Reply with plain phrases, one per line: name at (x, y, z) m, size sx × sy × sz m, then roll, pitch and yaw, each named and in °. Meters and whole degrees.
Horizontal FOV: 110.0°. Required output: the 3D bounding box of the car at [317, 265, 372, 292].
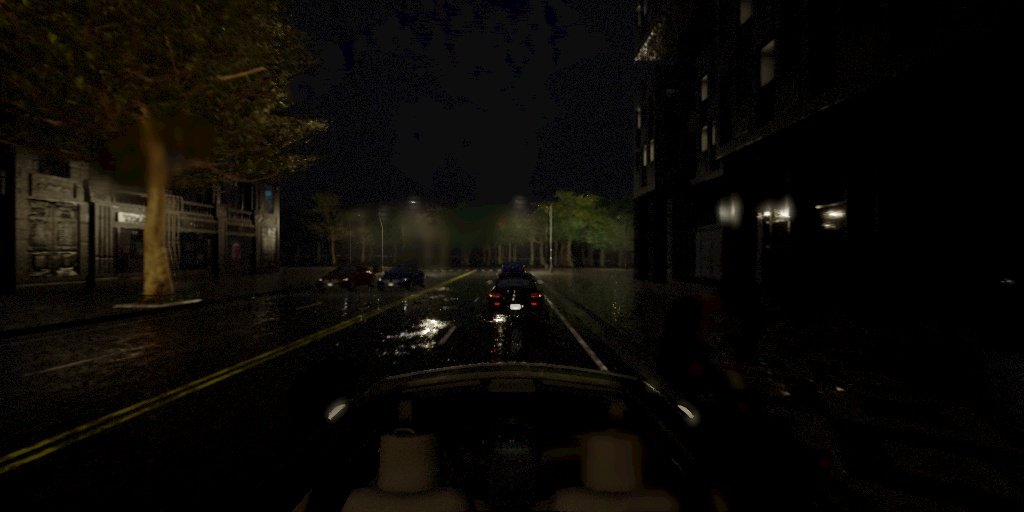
car at (-9.751, 1.271, 21.576) m, size 1.812 × 1.442 × 4.674 m, roll 0°, pitch 0°, yaw 0°

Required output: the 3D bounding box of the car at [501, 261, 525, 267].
car at (0.124, 1.206, 30.540) m, size 1.882 × 1.535 × 5.008 m, roll 0°, pitch 0°, yaw 0°

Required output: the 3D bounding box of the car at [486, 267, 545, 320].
car at (0.104, 1.277, 12.484) m, size 1.812 × 1.442 × 4.674 m, roll 0°, pitch 0°, yaw 0°

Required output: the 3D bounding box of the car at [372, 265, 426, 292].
car at (-6.501, 1.271, 21.612) m, size 1.812 × 1.442 × 4.674 m, roll 0°, pitch 0°, yaw 0°
